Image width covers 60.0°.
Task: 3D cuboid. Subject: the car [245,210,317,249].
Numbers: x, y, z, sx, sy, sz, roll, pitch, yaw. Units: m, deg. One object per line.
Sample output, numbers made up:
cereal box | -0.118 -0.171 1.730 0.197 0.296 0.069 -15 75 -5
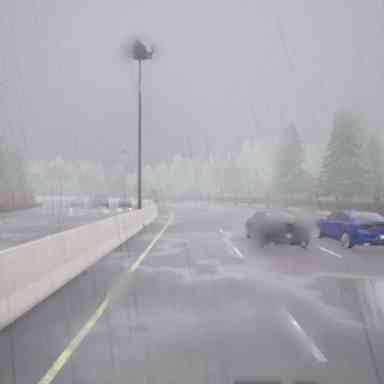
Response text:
car | 3.601 1.521 14.794 1.882 1.535 5.008 0 0 0

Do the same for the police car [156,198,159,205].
police car | -7.783 1.607 63.299 1.930 1.638 5.238 0 0 -21

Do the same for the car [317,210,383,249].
car | 7.101 1.521 14.791 1.882 1.535 5.008 0 0 0
